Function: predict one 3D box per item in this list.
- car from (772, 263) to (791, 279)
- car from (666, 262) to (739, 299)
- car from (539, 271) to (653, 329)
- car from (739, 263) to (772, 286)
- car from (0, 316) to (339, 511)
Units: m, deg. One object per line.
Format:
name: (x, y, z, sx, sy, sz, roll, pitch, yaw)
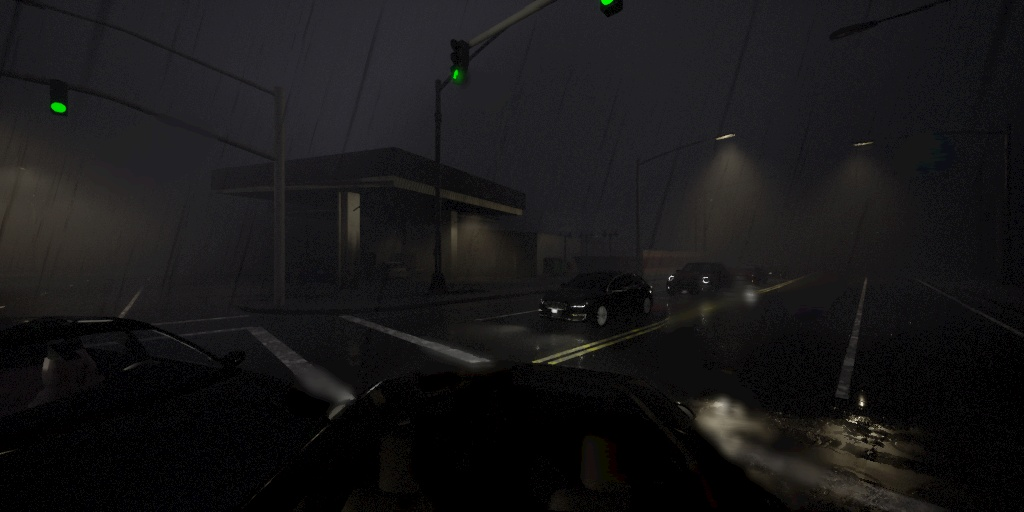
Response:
car: (23.741, 1.314, 32.365, 4.181, 1.385, 1.994, 0, 0, -45)
car: (9.698, 1.102, 18.384, 4.553, 1.767, 2.097, 0, 0, -45)
car: (2.867, 1.255, 11.530, 1.837, 1.490, 4.892, 0, 0, 45)
car: (16.616, 1.314, 25.303, 1.994, 1.385, 4.181, 0, 0, 44)
car: (-3.424, 1.242, 2.505, 4.902, 1.511, 2.128, 0, 0, 15)
